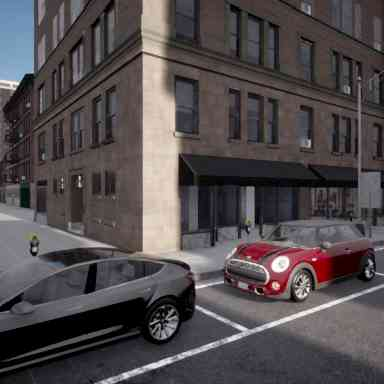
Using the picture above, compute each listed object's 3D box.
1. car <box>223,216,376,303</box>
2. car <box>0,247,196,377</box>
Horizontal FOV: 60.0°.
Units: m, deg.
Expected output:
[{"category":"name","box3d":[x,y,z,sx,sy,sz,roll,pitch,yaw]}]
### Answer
[{"category":"car","box3d":[2.684,1.440,8.154,4.097,1.590,1.967,0,0,-36]},{"category":"car","box3d":[-1.919,1.566,4.823,4.313,1.339,1.947,0,0,-36]}]
